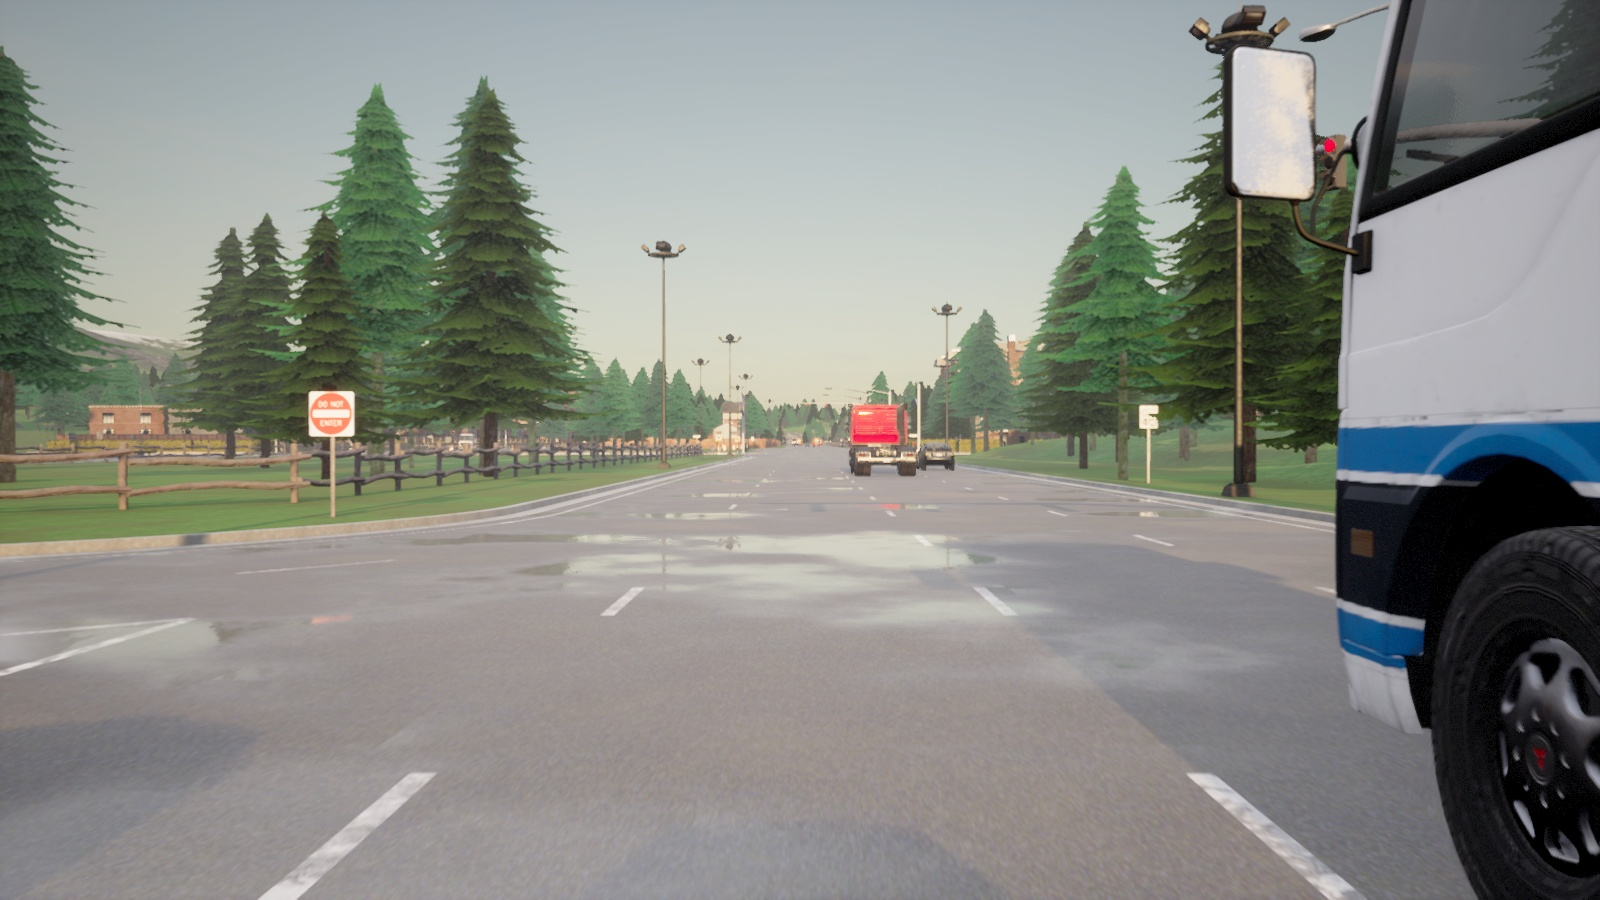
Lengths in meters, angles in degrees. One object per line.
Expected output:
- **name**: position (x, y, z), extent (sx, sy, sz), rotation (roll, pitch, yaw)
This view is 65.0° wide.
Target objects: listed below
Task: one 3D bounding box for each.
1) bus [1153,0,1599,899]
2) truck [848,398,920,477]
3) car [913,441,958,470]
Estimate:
- **bus**: position (3.519, -0.630, 0.437), extent (3.944, 4.253, 10.273), rotation (0, 0, 0)
- **truck**: position (3.855, -0.581, 59.411), extent (2.891, 3.462, 7.936), rotation (0, 0, 0)
- **car**: position (7.408, 0.295, 68.878), extent (2.007, 1.525, 4.514), rotation (0, 0, 0)
